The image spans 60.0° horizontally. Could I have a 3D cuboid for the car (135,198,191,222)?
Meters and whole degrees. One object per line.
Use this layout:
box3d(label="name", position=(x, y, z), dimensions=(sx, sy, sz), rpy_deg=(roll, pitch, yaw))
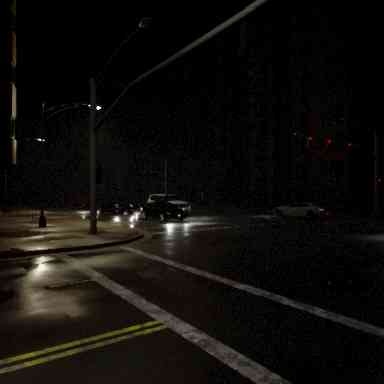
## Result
box3d(label="car", position=(-2.381, 1.505, 26.534), dimensions=(1.837, 1.490, 4.892), rpy_deg=(0, 0, -36))

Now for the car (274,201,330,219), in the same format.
box3d(label="car", position=(9.372, 1.526, 28.679), dimensions=(4.674, 1.442, 1.812), rpy_deg=(0, 1, 42))

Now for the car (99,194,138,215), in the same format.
box3d(label="car", position=(-7.712, 1.352, 33.847), dimensions=(2.097, 1.767, 4.553), rpy_deg=(0, 0, -36))

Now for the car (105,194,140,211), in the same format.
box3d(label="car", position=(-8.707, 1.221, 41.170), dimensions=(2.150, 2.045, 5.566), rpy_deg=(0, 0, -36))

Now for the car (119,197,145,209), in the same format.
box3d(label="car", position=(-8.511, 1.526, 47.099), dimensions=(1.812, 1.442, 4.674), rpy_deg=(0, 0, -36))

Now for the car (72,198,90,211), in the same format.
box3d(label="car", position=(-13.669, 1.478, 42.070), dimensions=(1.882, 1.535, 5.008), rpy_deg=(0, 0, -36))

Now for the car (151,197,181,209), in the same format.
box3d(label="car", position=(-3.717, 1.504, 46.503), dimensions=(1.837, 1.490, 4.892), rpy_deg=(0, 0, -36))

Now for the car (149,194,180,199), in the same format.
box3d(label="car", position=(-2.390, 1.221, 32.491), dimensions=(2.150, 2.045, 5.566), rpy_deg=(0, 0, -36))
